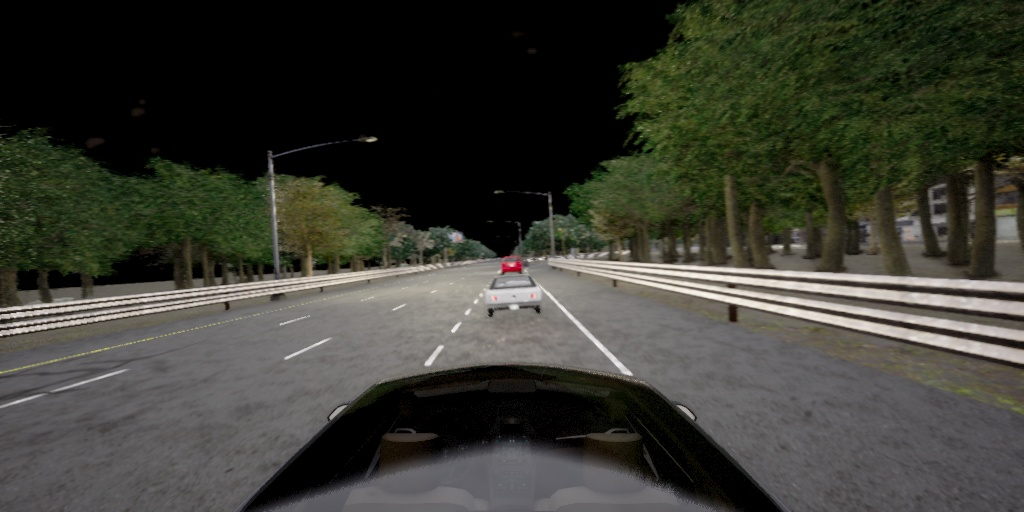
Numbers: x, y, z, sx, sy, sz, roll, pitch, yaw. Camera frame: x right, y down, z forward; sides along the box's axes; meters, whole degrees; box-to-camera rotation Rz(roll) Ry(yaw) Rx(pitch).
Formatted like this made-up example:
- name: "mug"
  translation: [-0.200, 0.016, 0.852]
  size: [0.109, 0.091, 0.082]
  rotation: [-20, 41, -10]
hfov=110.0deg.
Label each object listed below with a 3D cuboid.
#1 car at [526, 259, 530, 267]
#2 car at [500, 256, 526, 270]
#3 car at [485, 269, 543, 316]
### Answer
- name: "car"
  translation: [1.963, 1.251, 63.577]
  size: [1.812, 1.442, 4.674]
  rotation: [-4, 0, 12]
- name: "car"
  translation: [-0.029, 1.032, 37.768]
  size: [2.150, 2.045, 5.566]
  rotation: [-4, 0, 0]
- name: "car"
  translation: [0.053, 1.366, 13.792]
  size: [1.895, 1.301, 4.718]
  rotation: [-4, 0, 0]
